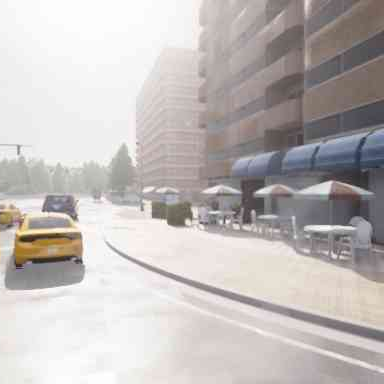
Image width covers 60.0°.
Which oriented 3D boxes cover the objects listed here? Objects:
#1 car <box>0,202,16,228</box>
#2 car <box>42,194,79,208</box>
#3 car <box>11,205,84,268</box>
[{"bbox_3d":[-12.172,1.393,21.064,1.882,1.535,5.008,0,0,-18],"label":"car"},{"bbox_3d":[-9.740,1.151,24.762,2.150,2.045,5.566,0,0,-16],"label":"car"},{"bbox_3d":[-4.942,1.443,11.349,1.882,1.535,5.008,0,0,-27],"label":"car"}]
